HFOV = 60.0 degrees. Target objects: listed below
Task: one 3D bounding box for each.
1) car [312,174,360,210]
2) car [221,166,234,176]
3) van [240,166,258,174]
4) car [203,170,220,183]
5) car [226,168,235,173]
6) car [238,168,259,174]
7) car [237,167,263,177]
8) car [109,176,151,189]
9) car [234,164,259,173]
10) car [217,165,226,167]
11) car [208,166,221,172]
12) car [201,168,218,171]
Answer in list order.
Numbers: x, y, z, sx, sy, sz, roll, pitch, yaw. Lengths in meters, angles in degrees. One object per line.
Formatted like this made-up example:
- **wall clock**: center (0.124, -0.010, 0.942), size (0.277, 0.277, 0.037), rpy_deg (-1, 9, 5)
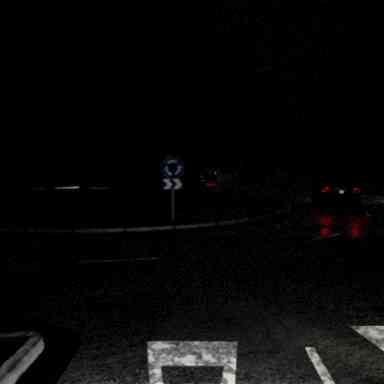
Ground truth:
- **car**: center (8.923, -0.094, 20.847), size (2.150, 2.045, 5.566), rpy_deg (2, 4, 15)
- **car**: center (7.944, -4.433, 74.767), size (1.837, 1.490, 4.892), rpy_deg (1, 5, 9)
- **van**: center (14.538, -5.518, 84.481), size (4.442, 1.987, 1.878), rpy_deg (1, 6, 11)
- **car**: center (3.011, -2.362, 53.673), size (1.837, 1.490, 4.892), rpy_deg (0, 5, 1)
- **car**: center (10.412, -5.772, 89.023), size (1.994, 1.385, 4.181), rpy_deg (1, 6, 12)
- **car**: center (14.753, -5.563, 87.231), size (5.366, 1.575, 1.946), rpy_deg (1, 6, 11)
- **car**: center (11.825, -3.765, 68.492), size (4.892, 1.521, 2.231), rpy_deg (1, 5, 9)
- **car**: center (-7.447, -1.174, 39.909), size (4.902, 1.511, 2.128), rpy_deg (0, 4, -6)
- **car**: center (13.107, -4.780, 76.590), size (5.566, 2.045, 2.435), rpy_deg (1, 5, 9)
- **car**: center (7.300, -5.820, 88.769), size (1.837, 1.490, 4.892), rpy_deg (1, 6, 12)
- **car**: center (4.946, -4.358, 75.015), size (1.882, 1.535, 5.008), rpy_deg (1, 5, 9)
- **car**: center (3.358, -3.319, 63.863), size (1.882, 1.535, 5.008), rpy_deg (1, 5, 8)
